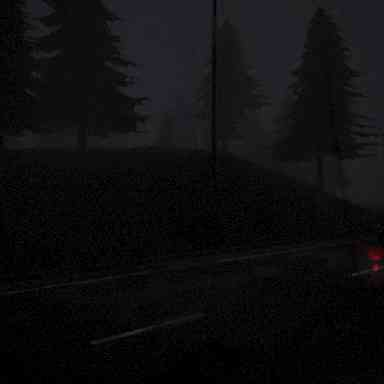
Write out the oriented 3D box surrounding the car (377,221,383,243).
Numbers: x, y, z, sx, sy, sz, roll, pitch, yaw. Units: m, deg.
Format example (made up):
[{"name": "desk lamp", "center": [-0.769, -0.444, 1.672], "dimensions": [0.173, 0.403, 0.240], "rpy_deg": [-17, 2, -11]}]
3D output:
[{"name": "car", "center": [10.374, 1.622, 15.465], "dimensions": [4.674, 1.442, 1.812], "rpy_deg": [0, 0, -36]}]
